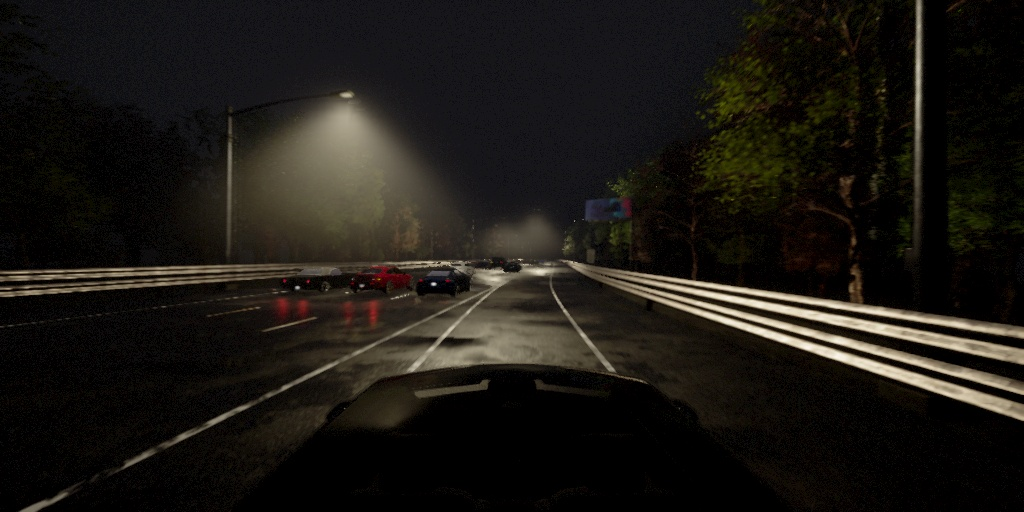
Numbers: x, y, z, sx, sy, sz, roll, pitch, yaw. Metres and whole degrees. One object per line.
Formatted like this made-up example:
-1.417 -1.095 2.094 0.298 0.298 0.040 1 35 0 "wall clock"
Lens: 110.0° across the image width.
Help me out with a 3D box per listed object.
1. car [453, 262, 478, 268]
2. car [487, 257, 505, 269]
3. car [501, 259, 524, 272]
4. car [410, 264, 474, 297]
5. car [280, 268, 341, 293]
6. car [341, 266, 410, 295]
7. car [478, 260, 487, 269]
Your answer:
-5.032 1.333 35.100 1.812 1.442 4.674 1 0 7 "car"
-2.098 1.150 58.990 2.150 2.045 5.566 1 0 7 "car"
0.142 1.472 48.533 1.994 1.385 4.181 1 0 7 "car"
-3.486 1.324 19.045 1.994 1.385 4.181 0 0 7 "car"
-10.410 1.298 20.051 1.895 1.301 4.718 1 0 7 "car"
-6.945 1.255 19.545 1.812 1.442 4.674 1 0 7 "car"
-5.084 1.408 63.373 2.128 1.511 4.902 1 0 7 "car"
